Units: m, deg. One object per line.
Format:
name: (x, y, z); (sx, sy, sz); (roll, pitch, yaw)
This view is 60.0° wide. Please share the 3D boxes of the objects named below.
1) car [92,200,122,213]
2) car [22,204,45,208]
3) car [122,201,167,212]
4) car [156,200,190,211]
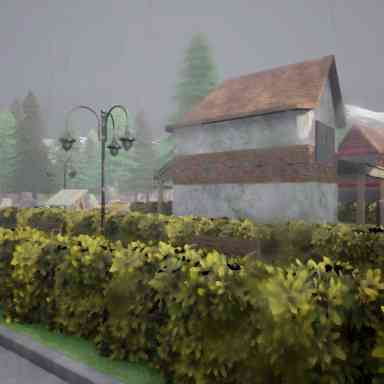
car: (-8.555, 1.636, 36.216); (1.882, 1.535, 5.008); (0, 0, 36)
car: (-14.055, 1.760, 28.609); (1.895, 1.301, 4.718); (0, 0, 36)
car: (-4.739, 1.760, 35.257); (1.895, 1.301, 4.718); (0, 0, 36)
car: (-2.463, 1.760, 44.202); (1.895, 1.301, 4.718); (0, 0, 39)
